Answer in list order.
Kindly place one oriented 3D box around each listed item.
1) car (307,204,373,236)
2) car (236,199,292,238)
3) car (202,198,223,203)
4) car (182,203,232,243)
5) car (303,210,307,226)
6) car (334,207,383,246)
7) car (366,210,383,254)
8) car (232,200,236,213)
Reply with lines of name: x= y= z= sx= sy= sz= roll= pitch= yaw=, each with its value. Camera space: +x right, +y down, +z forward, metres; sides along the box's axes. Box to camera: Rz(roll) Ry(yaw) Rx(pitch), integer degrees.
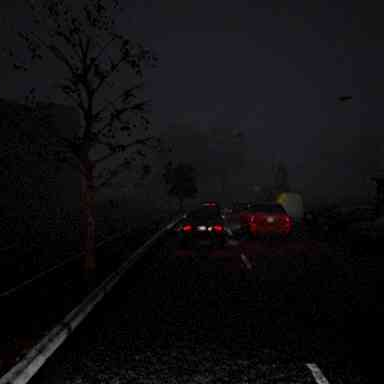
car: x=8.496 y=1.419 z=16.053 sx=4.892 sy=1.521 sz=2.231 roll=1 pitch=0 yaw=-16
car: x=3.673 y=1.270 z=17.211 sx=2.097 sy=1.767 sz=4.553 roll=0 pitch=0 yaw=3
car: x=2.015 y=1.359 z=33.653 sx=1.837 sy=1.490 sz=4.892 roll=0 pitch=0 yaw=6
car: x=0.550 y=1.458 z=15.493 sx=2.033 sy=1.411 sz=5.357 roll=0 pitch=0 yaw=3
car: x=8.705 y=1.441 z=19.012 sx=4.792 sy=1.488 sz=2.163 roll=1 pitch=0 yaw=-16
car: x=8.361 y=1.468 z=13.097 sx=4.674 sy=1.452 sz=2.002 roll=1 pitch=0 yaw=-17
car: x=8.236 y=1.437 z=10.150 sx=5.008 sy=1.535 sz=2.097 roll=1 pitch=0 yaw=-18
car: x=5.082 y=1.405 z=34.146 sx=1.812 sy=1.442 sz=4.674 roll=0 pitch=0 yaw=6
